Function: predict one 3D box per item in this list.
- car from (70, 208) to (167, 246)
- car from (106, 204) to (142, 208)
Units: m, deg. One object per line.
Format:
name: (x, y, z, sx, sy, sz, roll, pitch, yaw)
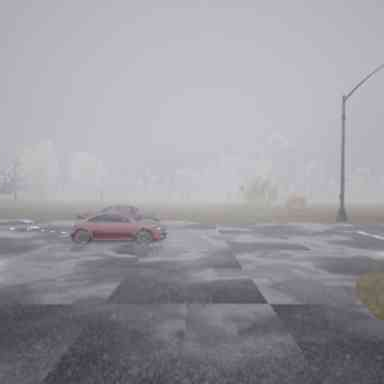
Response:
car: (-3.254, 1.580, 15.027, 4.181, 1.385, 1.994, 0, 0, 0)
car: (-4.798, 1.510, 22.037, 5.357, 1.411, 2.033, 1, 0, 1)
